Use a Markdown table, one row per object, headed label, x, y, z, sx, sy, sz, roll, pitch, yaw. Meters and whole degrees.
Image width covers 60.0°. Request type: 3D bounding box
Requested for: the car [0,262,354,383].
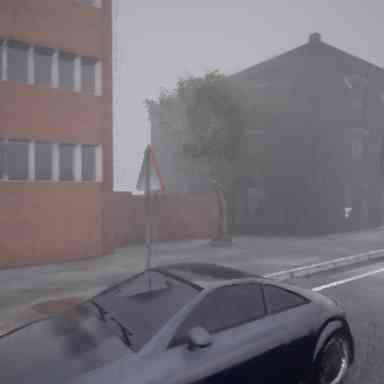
| label | x | y | z | sx | sy | sz | roll | pitch | yaw |
| --- | --- | --- | --- | --- | --- | --- | --- | --- | --- |
| car | -0.113 | 1.556 | 3.609 | 4.181 | 1.385 | 1.994 | 0 | 0 | -36 |
